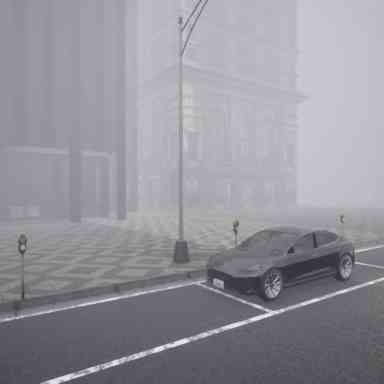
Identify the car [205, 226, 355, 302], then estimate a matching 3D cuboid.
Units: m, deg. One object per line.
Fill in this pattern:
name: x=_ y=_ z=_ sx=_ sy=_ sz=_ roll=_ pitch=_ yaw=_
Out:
car: x=2.339 y=1.565 z=8.298 sx=4.313 sy=1.339 sz=1.947 roll=0 pitch=0 yaw=-35
